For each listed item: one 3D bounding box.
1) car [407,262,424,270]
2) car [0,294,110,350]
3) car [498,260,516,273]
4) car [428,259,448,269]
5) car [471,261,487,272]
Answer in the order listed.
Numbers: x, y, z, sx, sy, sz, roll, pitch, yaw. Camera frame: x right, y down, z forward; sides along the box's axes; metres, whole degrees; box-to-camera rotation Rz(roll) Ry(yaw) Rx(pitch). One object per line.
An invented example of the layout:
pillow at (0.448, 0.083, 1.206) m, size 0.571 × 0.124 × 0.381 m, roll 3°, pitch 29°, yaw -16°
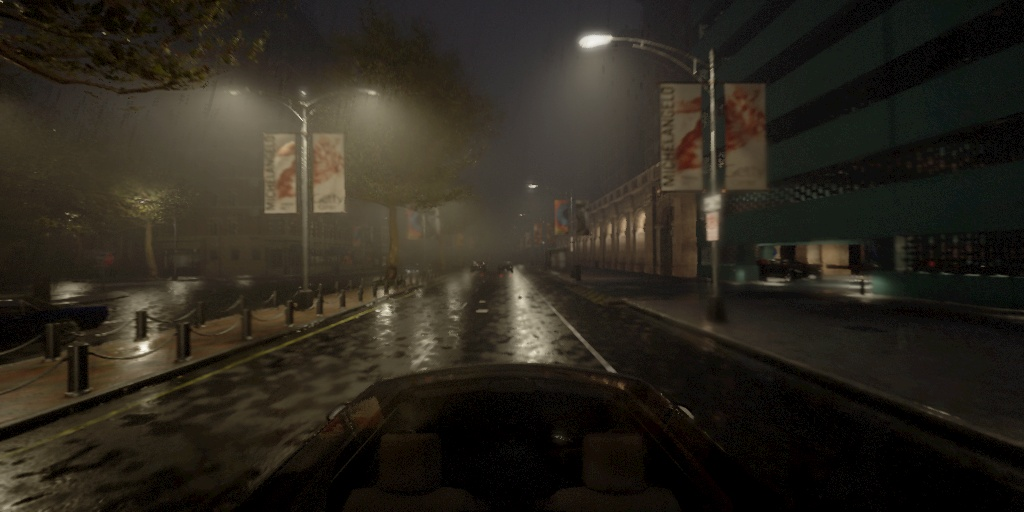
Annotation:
car at (-16.285, 1.642, 60.793) m, size 1.994 × 1.385 × 4.181 m, roll -1°, pitch 0°, yaw -1°
car at (-11.630, 1.522, 7.259) m, size 1.895 × 1.301 × 4.718 m, roll -1°, pitch 0°, yaw -1°
car at (-0.834, 1.441, 46.499) m, size 1.895 × 1.301 × 4.718 m, roll -1°, pitch 0°, yaw -1°
car at (-12.794, 1.383, 60.931) m, size 2.097 × 1.767 × 4.553 m, roll -1°, pitch 0°, yaw -1°
car at (-4.370, 1.383, 48.122) m, size 2.128 × 1.511 × 4.902 m, roll -1°, pitch 0°, yaw -1°
